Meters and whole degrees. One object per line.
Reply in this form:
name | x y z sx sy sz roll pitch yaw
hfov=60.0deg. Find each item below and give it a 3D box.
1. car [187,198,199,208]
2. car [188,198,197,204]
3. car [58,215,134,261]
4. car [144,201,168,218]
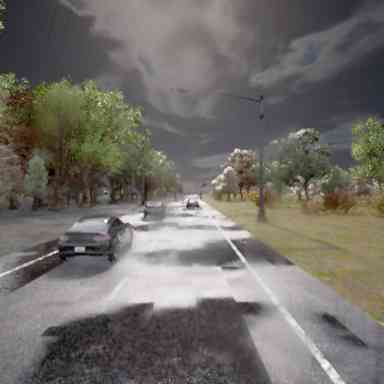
car | 0.128 1.815 54.450 1.994 1.385 4.181 0 0 0
car | 0.038 1.934 72.972 1.895 1.301 4.718 0 0 0
car | -3.396 1.582 12.379 1.812 1.442 4.674 0 0 0
car | -3.385 1.635 31.394 2.128 1.511 4.902 0 0 0
